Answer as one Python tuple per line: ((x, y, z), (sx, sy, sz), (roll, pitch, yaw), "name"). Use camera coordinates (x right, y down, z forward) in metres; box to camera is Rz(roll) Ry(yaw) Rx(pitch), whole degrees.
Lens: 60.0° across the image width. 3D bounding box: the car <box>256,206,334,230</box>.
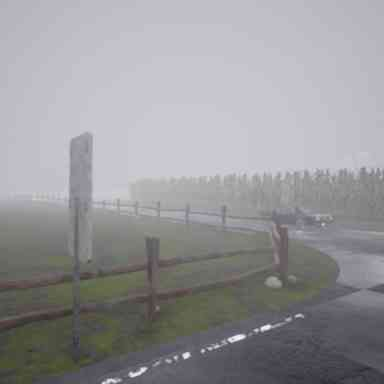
((6.245, 1.540, 20.840), (1.895, 1.301, 4.718), (1, 0, -35), "car")
